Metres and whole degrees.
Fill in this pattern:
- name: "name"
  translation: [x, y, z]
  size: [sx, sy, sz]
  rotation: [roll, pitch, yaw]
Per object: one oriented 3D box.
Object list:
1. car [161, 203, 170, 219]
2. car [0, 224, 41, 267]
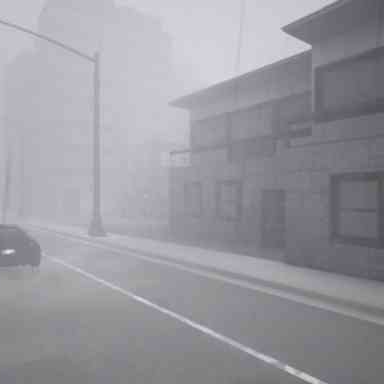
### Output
- name: "car"
  translation: [-1.073, 1.703, 29.400]
  size: [1.970, 1.475, 3.806]
  rotation: [0, -1, -38]
- name: "car"
  translation: [-6.794, 1.835, 11.736]
  size: [1.994, 1.385, 4.181]
  rotation: [0, -1, -38]
